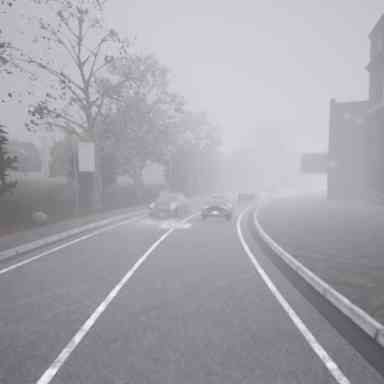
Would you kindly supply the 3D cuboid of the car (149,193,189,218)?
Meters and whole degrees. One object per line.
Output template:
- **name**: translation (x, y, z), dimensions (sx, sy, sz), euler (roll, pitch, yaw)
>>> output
- **car**: translation (-1.633, 0.882, 24.832), dimensions (2.097, 1.767, 4.553), euler (1, 2, 11)

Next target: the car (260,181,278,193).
- **car**: translation (14.254, -0.917, 62.358), dimensions (2.150, 2.045, 5.566), euler (4, 5, 35)

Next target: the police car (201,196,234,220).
- **police car**: translation (1.949, 1.101, 23.956), dimensions (2.038, 1.542, 4.974), euler (1, 2, 10)

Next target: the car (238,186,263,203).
- **car**: translation (7.157, 0.451, 41.745), dimensions (1.882, 1.535, 5.008), euler (2, 3, 22)
